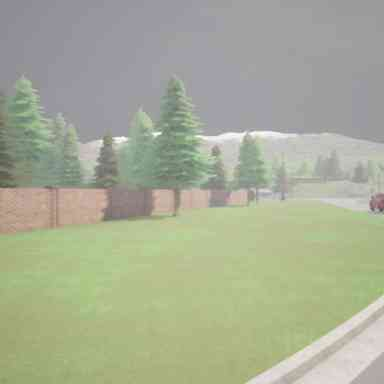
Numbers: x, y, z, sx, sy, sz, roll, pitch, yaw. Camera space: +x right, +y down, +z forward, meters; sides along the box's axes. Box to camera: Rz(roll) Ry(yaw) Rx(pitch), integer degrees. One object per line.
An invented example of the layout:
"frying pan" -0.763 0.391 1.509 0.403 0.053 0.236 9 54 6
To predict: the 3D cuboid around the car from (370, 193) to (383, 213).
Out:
"car" 20.729 1.101 35.508 2.150 2.045 5.566 0 0 15
